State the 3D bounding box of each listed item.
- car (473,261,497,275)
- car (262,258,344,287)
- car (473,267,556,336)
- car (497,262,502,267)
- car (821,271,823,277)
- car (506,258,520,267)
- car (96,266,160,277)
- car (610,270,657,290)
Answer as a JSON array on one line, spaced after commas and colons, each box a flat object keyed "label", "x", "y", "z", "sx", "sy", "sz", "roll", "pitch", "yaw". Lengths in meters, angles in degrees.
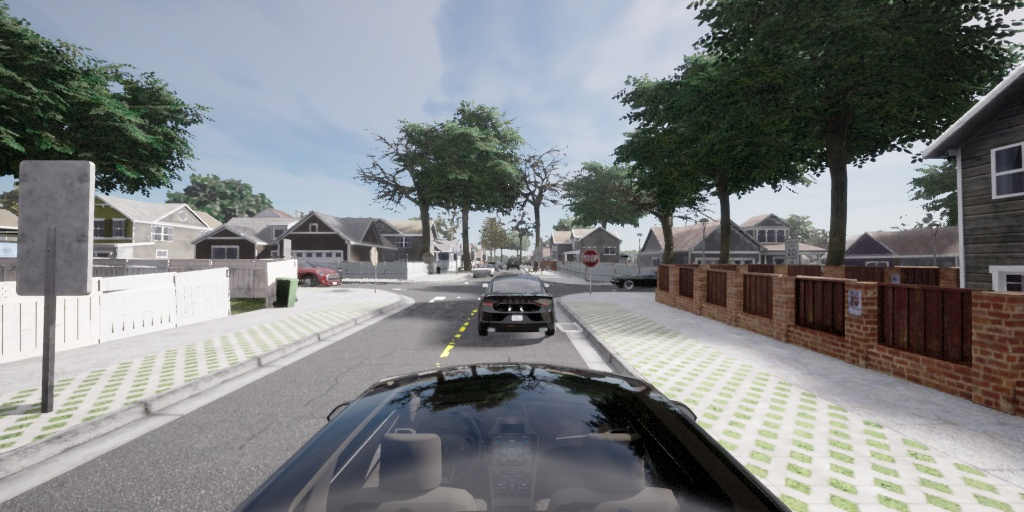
[{"label": "car", "x": -2.782, "y": 1.471, "z": 35.759, "sx": 1.895, "sy": 1.301, "sz": 4.718, "roll": 0, "pitch": 0, "yaw": 0}, {"label": "car", "x": -12.375, "y": 0.941, "z": 20.656, "sx": 4.553, "sy": 1.767, "sz": 2.097, "roll": 1, "pitch": -1, "yaw": 3}, {"label": "car", "x": 0.118, "y": 1.239, "z": 10.488, "sx": 1.882, "sy": 1.535, "sz": 5.008, "roll": 0, "pitch": 0, "yaw": 0}, {"label": "car", "x": -2.742, "y": 1.499, "z": 49.634, "sx": 1.837, "sy": 1.490, "sz": 4.892, "roll": 0, "pitch": -1, "yaw": 0}, {"label": "car", "x": 19.408, "y": 1.676, "z": 24.071, "sx": 4.892, "sy": 1.490, "sz": 1.837, "roll": 1, "pitch": -1, "yaw": 0}, {"label": "car", "x": 0.215, "y": 1.369, "z": 62.595, "sx": 2.150, "sy": 2.045, "sz": 5.566, "roll": 0, "pitch": -1, "yaw": 0}, {"label": "car", "x": -22.877, "y": 0.952, "z": 20.685, "sx": 4.892, "sy": 1.490, "sz": 1.837, "roll": 1, "pitch": -1, "yaw": -1}, {"label": "car", "x": 9.062, "y": 1.596, "z": 23.964, "sx": 4.718, "sy": 1.301, "sz": 1.895, "roll": 1, "pitch": -1, "yaw": -1}]
